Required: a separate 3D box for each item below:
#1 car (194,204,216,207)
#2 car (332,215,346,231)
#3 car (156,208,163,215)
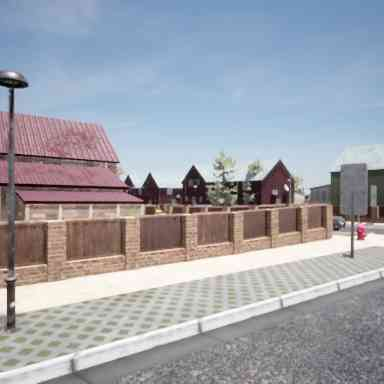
[{"bbox_3d":[1.649,1.966,31.363,2.097,1.767,4.553,1,-2,-36],"label":"car"},{"bbox_3d":[7.932,1.820,22.620,1.837,1.490,4.892,1,-2,-35],"label":"car"},{"bbox_3d":[-5.471,2.431,41.237,1.882,1.535,5.008,1,-3,-35],"label":"car"}]
